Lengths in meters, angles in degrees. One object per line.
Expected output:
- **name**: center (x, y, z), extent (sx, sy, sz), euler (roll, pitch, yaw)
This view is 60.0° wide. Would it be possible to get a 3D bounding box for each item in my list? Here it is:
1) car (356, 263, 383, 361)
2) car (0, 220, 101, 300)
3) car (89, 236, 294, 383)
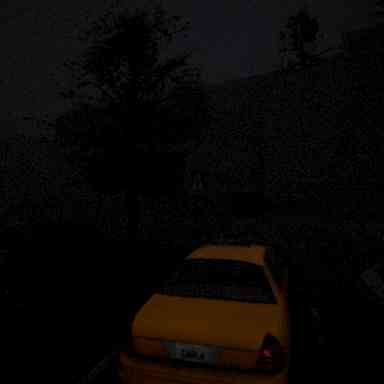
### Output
- **car**: center (3.093, 1.528, 3.599), extent (2.002, 1.452, 4.674), euler (0, -1, 15)
- **car**: center (-4.251, 1.526, 8.796), extent (2.163, 1.488, 4.792), euler (1, -1, 15)
- **car**: center (0.687, 1.493, 5.519), extent (1.946, 1.575, 5.366), euler (0, -1, 15)
